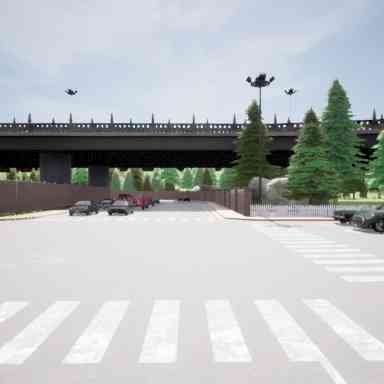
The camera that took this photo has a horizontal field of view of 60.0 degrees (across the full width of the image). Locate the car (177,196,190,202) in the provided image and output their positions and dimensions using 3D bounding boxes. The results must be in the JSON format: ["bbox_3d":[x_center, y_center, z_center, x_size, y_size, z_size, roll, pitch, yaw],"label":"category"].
[{"bbox_3d":[-1.908,1.553,75.198,1.994,1.385,4.181,0,0,-19],"label":"car"}]

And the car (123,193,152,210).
[{"bbox_3d":[-7.045,1.221,43.734,2.150,2.045,5.566,0,0,0],"label":"car"}]

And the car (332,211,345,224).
[{"bbox_3d":[11.985,1.545,22.179,4.718,1.301,1.895,0,0,2],"label":"car"}]

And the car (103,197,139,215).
[{"bbox_3d":[-7.043,1.547,33.560,2.033,1.411,5.357,0,0,0],"label":"car"}]

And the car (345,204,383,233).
[{"bbox_3d":[11.481,1.297,18.671,4.553,1.767,2.097,0,0,2],"label":"car"}]

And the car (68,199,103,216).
[{"bbox_3d":[-10.571,1.526,32.907,1.812,1.442,4.674,0,0,0],"label":"car"}]

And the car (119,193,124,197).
[{"bbox_3d":[-10.577,1.221,52.509,2.150,2.045,5.566,0,0,0],"label":"car"}]

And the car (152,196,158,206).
[{"bbox_3d":[-7.046,1.564,53.742,1.994,1.385,4.181,0,0,0],"label":"car"}]

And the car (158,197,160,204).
[{"bbox_3d":[-7.197,1.547,64.403,2.033,1.411,5.357,0,0,-3],"label":"car"}]
